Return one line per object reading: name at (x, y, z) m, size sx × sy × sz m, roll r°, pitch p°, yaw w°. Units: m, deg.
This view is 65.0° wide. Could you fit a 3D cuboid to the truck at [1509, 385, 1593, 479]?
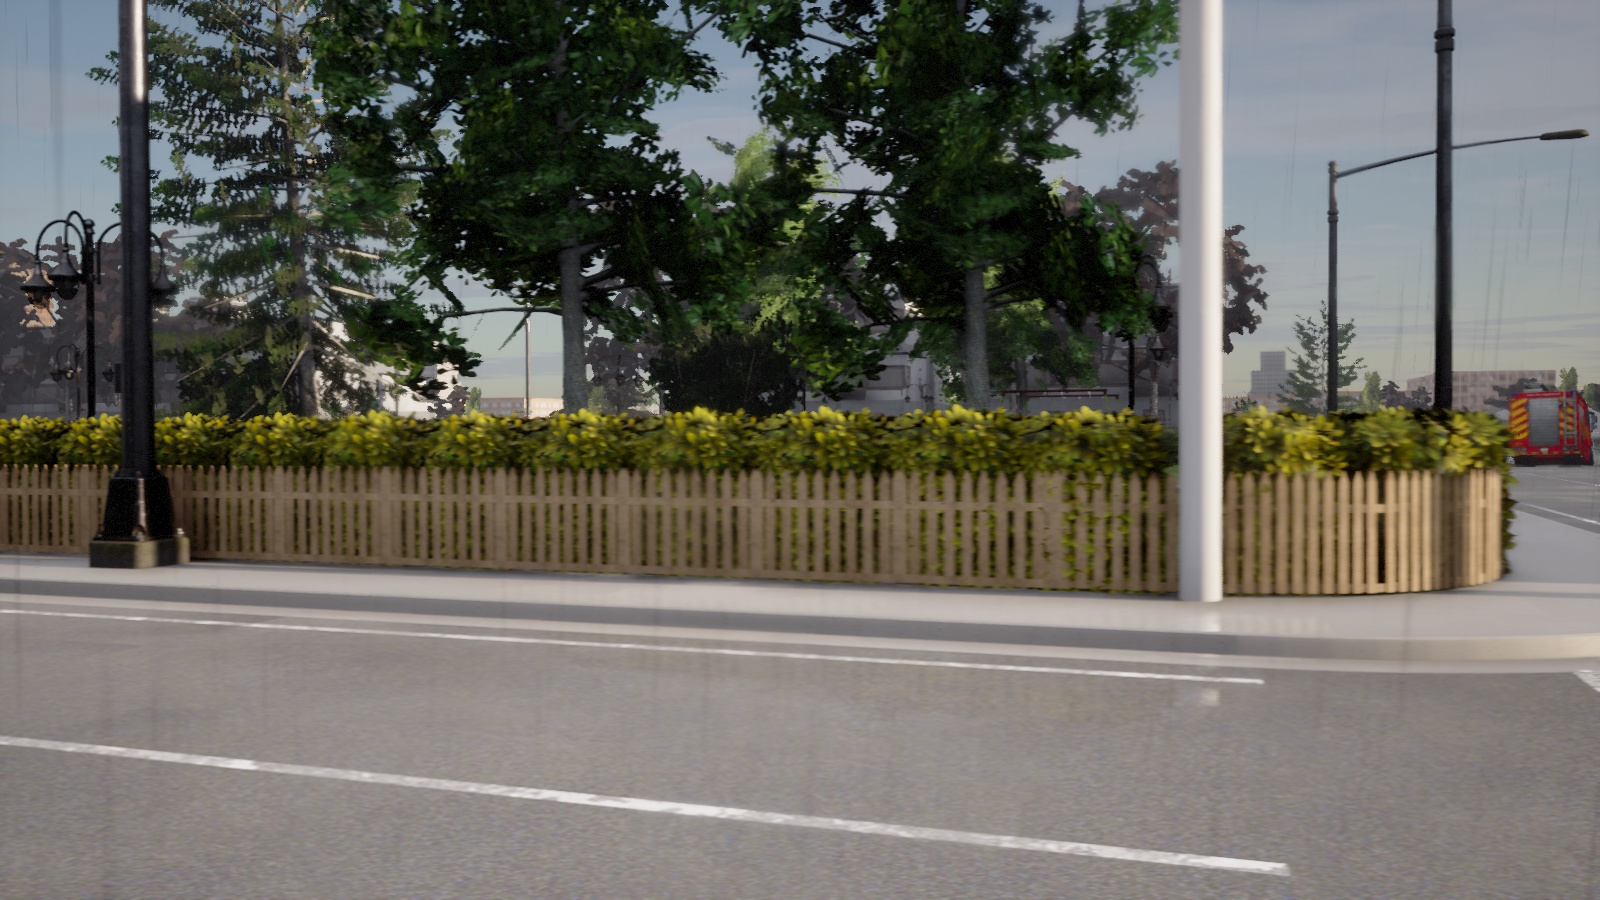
truck at (37.142, -0.717, 61.976) m, size 2.891 × 3.827 × 8.468 m, roll -1°, pitch -5°, yaw 35°
